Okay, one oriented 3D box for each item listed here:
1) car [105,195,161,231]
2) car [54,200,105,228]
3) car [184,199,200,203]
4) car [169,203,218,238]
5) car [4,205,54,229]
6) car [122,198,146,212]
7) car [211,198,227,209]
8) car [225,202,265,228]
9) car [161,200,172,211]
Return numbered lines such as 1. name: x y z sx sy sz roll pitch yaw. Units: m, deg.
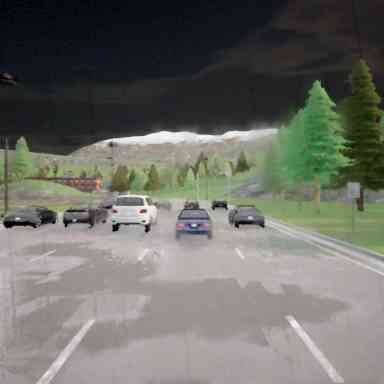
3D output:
1. car: -3.410 1.218 20.507 2.150 2.045 5.566 0 -1 0
2. car: -6.911 1.490 22.010 2.128 1.511 4.902 0 0 0
3. car: -0.008 1.527 40.008 1.812 1.442 4.674 0 0 0
4. car: 0.092 1.548 17.532 2.033 1.411 5.357 0 0 0
5. car: -10.411 1.564 21.883 1.994 1.385 4.181 0 0 0
6. car: -7.001 1.549 40.724 2.033 1.411 5.357 0 0 0
7. car: 3.522 1.479 43.206 1.882 1.535 5.008 0 0 1
8. car: 3.590 1.565 22.451 1.994 1.385 4.181 0 0 0
9. car: -3.499 1.603 41.113 1.895 1.301 4.718 0 0 0
